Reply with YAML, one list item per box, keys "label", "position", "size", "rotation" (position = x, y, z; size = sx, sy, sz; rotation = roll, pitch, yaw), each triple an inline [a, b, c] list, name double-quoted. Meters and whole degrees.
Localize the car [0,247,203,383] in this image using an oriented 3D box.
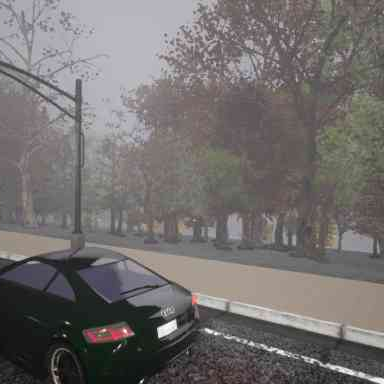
- label: "car"
  position: [-1.915, 1.563, 5.055]
  size: [4.181, 1.385, 1.994]
  rotation: [0, 0, 36]
